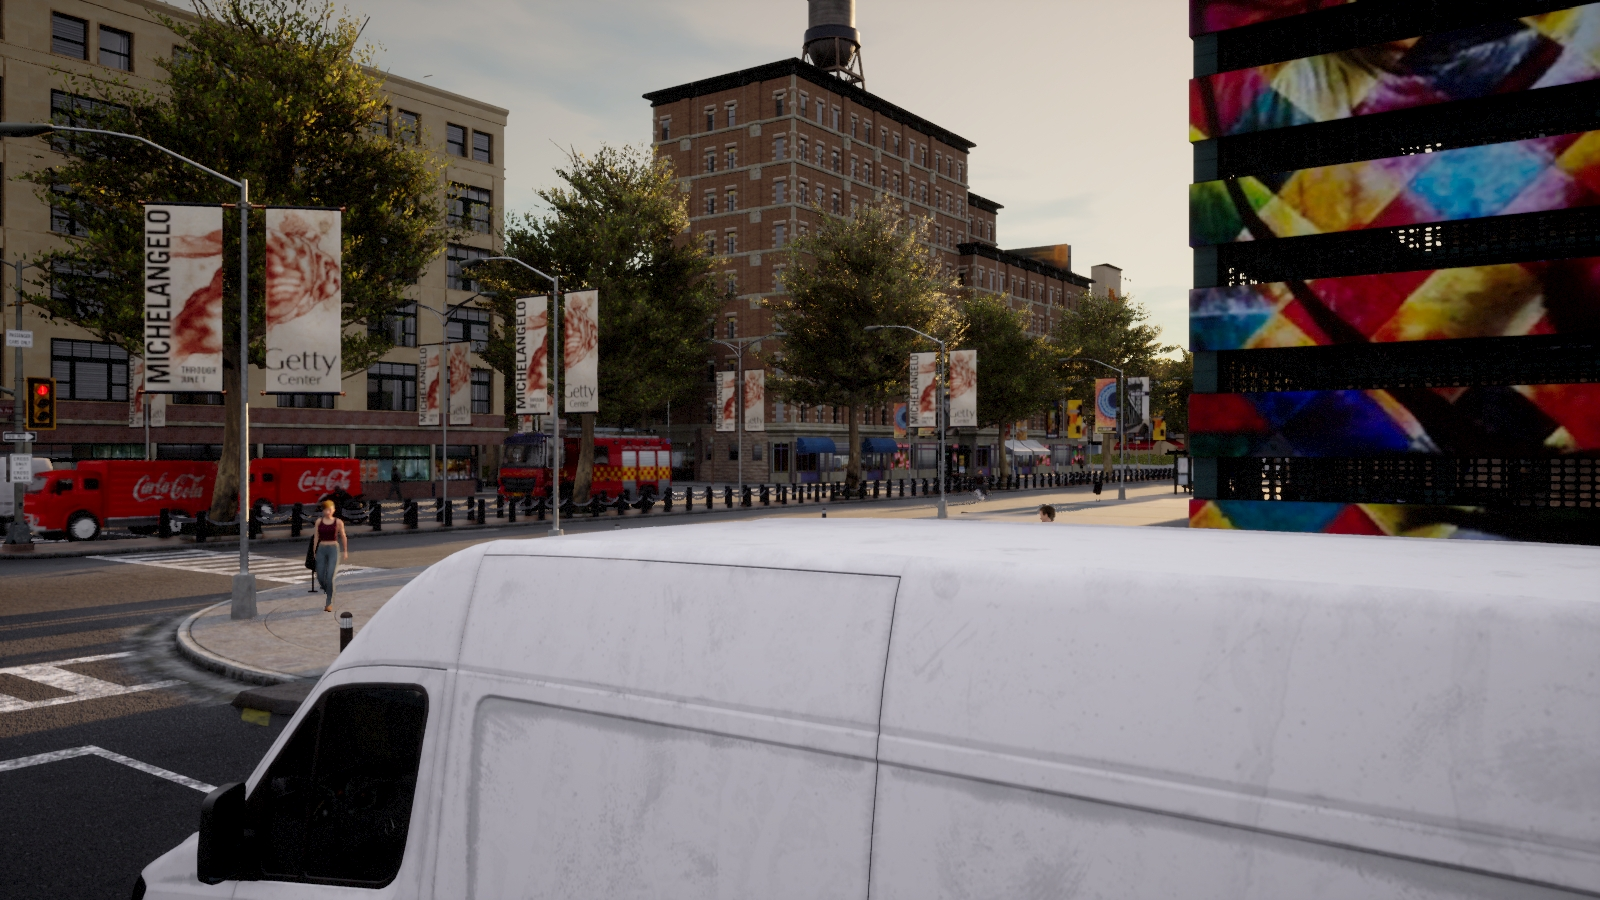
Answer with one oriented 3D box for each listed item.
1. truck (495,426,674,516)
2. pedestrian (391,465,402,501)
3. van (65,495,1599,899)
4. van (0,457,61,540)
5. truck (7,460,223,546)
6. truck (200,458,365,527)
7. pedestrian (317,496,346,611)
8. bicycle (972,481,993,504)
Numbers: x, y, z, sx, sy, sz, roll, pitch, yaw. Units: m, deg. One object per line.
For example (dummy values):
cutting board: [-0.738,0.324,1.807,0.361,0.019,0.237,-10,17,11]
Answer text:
truck: [-9.713,0.890,52.630,2.891,3.827,8.468,0,0,36]
pedestrian: [-20.741,1.696,58.755,0.375,1.860,0.375,0,0,34]
van: [-0.118,1.534,3.913,5.915,2.561,1.988,0,0,36]
van: [-26.739,1.534,35.593,1.988,2.561,5.915,0,0,42]
truck: [-21.501,1.569,36.078,2.627,2.467,5.204,0,0,35]
truck: [-19.959,1.566,44.291,2.627,2.467,5.204,0,0,35]
pedestrian: [-7.717,1.696,18.828,0.375,1.860,0.375,0,0,-10]
bicycle: [9.566,2.210,59.852,0.329,1.171,1.835,0,0,36]
